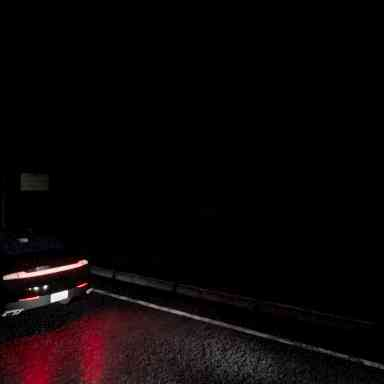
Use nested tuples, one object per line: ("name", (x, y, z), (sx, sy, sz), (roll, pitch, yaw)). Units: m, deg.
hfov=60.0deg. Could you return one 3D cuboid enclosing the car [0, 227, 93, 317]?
("car", (-4.105, 1.492, 6.899), (4.902, 1.511, 2.128), (0, 0, 37))
